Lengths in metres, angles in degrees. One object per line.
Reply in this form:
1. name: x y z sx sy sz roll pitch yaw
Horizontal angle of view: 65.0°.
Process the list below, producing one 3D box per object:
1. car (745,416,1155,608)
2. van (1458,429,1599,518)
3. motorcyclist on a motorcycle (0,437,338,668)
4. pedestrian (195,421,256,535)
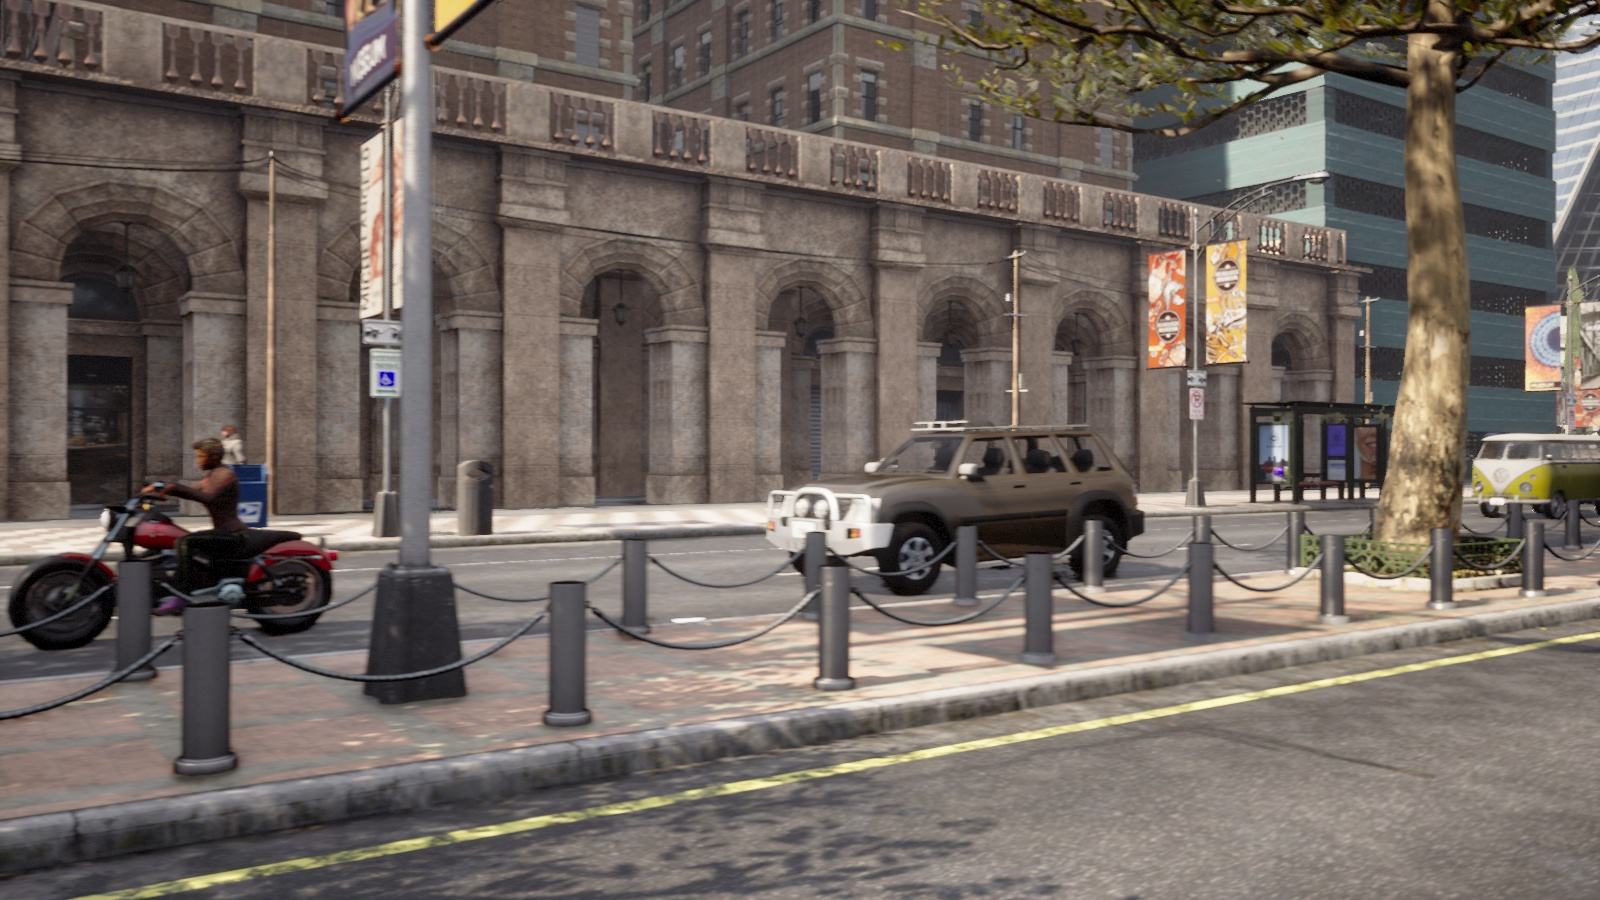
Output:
1. car: 1.840 0.587 14.689 4.605 1.855 1.932 -2 1 -35
2. van: 17.785 0.534 30.051 4.442 1.987 1.775 0 0 -35
3. motorcyclist on a motorcycle: -4.979 0.730 9.941 2.350 1.649 0.766 0 0 -35
4. pedestrian: -10.090 0.477 22.043 0.873 1.952 0.659 0 0 -35
